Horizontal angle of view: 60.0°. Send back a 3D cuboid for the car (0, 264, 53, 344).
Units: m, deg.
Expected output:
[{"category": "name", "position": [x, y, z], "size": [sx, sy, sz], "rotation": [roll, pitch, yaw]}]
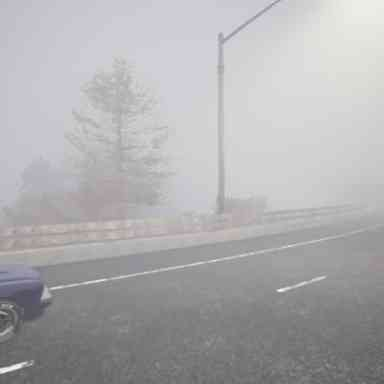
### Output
[{"category": "car", "position": [-4.648, 1.649, 4.832], "size": [4.718, 1.301, 1.895], "rotation": [0, 0, -35]}]
